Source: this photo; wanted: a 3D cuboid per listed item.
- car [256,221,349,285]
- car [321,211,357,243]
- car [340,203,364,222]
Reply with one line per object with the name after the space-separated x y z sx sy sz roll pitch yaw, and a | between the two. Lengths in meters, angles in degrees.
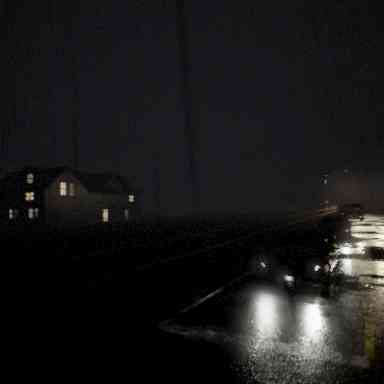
3.736 1.901 10.935 2.033 1.411 5.357 -3 -3 28 | car
8.575 2.106 19.884 1.812 1.442 4.674 -3 -2 28 | car
18.000 2.247 37.315 2.150 2.045 5.566 -3 -3 29 | car
